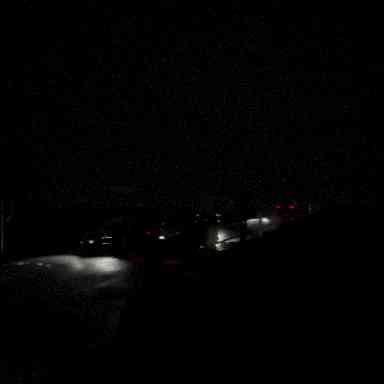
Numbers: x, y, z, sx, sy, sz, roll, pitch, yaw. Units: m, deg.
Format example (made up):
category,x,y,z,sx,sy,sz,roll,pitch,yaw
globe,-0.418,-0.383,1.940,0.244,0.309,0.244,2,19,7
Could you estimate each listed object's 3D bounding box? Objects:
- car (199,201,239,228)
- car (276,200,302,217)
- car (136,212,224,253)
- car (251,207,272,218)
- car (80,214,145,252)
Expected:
category,x,y,z,sx,sy,sz,roll,pitch,yaw
car,2.160,1.767,27.035,2.150,2.045,5.566,-2,-2,25
car,12.007,2.022,41.703,2.150,2.045,5.566,-2,-2,25
car,-0.340,1.767,14.631,1.994,1.385,4.181,-2,-2,24
car,8.676,2.468,41.254,1.895,1.301,4.718,-2,-2,25
car,-3.052,1.805,15.558,1.837,1.490,4.892,-2,-2,24
